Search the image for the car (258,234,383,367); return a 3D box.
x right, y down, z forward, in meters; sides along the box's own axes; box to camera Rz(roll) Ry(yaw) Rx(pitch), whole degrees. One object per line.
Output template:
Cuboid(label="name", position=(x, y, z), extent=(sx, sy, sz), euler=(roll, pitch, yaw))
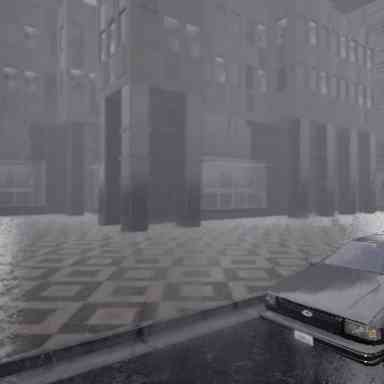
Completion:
Cuboid(label="car", position=(3.622, 1.521, 5.958), extent=(5.357, 1.411, 2.033), euler=(0, 0, -36))
